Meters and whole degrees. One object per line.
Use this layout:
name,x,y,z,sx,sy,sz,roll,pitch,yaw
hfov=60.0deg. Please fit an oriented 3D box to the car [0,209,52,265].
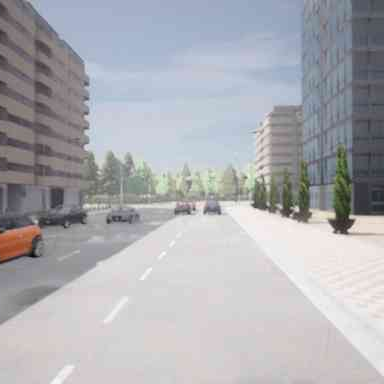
car,-6.602,1.464,10.367,2.097,1.767,4.553,0,-1,4

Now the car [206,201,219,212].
car,3.013,2.070,49.508,1.837,1.490,4.892,0,-1,4

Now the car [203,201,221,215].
car,2.462,1.813,40.339,2.097,1.767,4.553,0,-1,4

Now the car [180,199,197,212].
car,-0.500,1.913,49.441,2.097,1.767,4.553,0,-1,4

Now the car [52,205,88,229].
car,-9.250,1.743,24.244,1.882,1.535,5.008,0,-1,4

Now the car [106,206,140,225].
car,-5.553,1.867,27.120,1.994,1.385,4.181,0,-1,4

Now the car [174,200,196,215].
car,-1.052,1.948,40.309,2.128,1.511,4.902,0,-1,4
